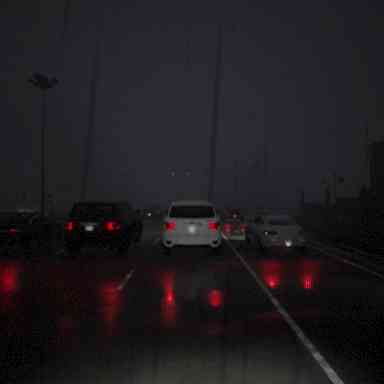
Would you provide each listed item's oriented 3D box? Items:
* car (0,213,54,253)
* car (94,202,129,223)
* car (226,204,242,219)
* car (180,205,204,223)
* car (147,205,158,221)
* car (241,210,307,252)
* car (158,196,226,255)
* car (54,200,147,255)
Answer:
[{"bbox_3d":[-6.996,1.629,14.301,2.128,1.511,4.902,0,0,0],"label":"car"},{"bbox_3d":[-6.992,1.758,29.485,1.882,1.535,5.008,0,0,0],"label":"car"},{"bbox_3d":[3.514,1.805,29.384,1.812,1.442,4.674,0,0,0],"label":"car"},{"bbox_3d":[0.005,1.877,29.109,1.895,1.301,4.718,0,-1,0],"label":"car"},{"bbox_3d":[-3.493,1.842,29.273,1.994,1.385,4.181,0,-1,0],"label":"car"},{"bbox_3d":[3.505,1.663,14.393,1.812,1.442,4.674,0,0,0],"label":"car"},{"bbox_3d":[0.002,1.350,14.027,2.150,2.045,5.566,0,0,0],"label":"car"},{"bbox_3d":[-3.498,1.350,14.027,2.150,2.045,5.566,0,0,0],"label":"car"}]
